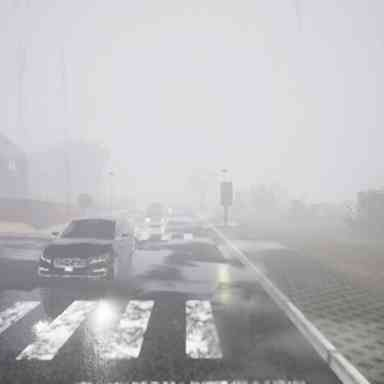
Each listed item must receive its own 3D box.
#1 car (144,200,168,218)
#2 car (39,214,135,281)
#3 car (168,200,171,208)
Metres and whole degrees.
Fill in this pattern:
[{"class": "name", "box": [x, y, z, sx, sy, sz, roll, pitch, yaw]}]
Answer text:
[{"class": "car", "box": [-3.759, 1.869, 34.648, 1.837, 1.490, 4.892, 0, 0, -2]}, {"class": "car", "box": [-2.885, 1.492, 10.080, 1.837, 1.490, 4.892, 2, 1, -1]}, {"class": "car", "box": [-4.698, 2.084, 60.181, 1.895, 1.301, 4.718, 0, -1, -2]}]
